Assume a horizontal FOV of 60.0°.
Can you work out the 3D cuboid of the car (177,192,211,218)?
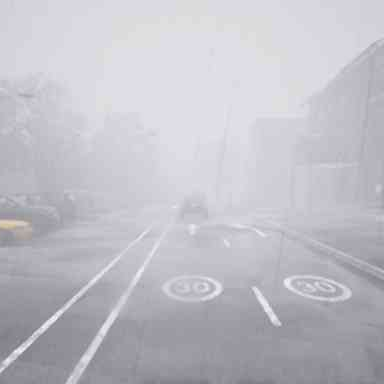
[{"bbox_3d":[0.178,1.045,26.622,2.097,1.767,4.553,0,0,1],"label":"car"}]

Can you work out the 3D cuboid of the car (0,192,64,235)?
[{"bbox_3d":[-9.407,1.089,16.141,5.566,2.045,2.435,-1,0,-20],"label":"car"}]

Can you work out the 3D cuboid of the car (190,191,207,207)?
[{"bbox_3d":[0.905,0.981,45.091,2.150,2.045,5.566,0,-1,2],"label":"car"}]

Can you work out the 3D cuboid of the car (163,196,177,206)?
[{"bbox_3d":[-3.285,1.374,51.363,1.837,1.490,4.892,0,-1,2],"label":"car"}]

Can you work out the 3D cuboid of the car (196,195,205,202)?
[{"bbox_3d":[2.111,1.638,81.904,2.097,1.767,4.553,0,-1,3],"label":"car"}]

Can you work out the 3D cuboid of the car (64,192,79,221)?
[{"bbox_3d":[-9.450,1.055,19.069,5.566,2.045,2.435,-1,1,-20],"label":"car"}]

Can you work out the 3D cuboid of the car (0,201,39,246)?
[{"bbox_3d":[-9.268,1.368,13.246,5.366,1.575,1.946,-1,0,-20],"label":"car"}]

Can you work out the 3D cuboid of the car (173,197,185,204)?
[{"bbox_3d":[-2.648,1.644,66.785,1.994,1.385,4.181,0,-1,3],"label":"car"}]
